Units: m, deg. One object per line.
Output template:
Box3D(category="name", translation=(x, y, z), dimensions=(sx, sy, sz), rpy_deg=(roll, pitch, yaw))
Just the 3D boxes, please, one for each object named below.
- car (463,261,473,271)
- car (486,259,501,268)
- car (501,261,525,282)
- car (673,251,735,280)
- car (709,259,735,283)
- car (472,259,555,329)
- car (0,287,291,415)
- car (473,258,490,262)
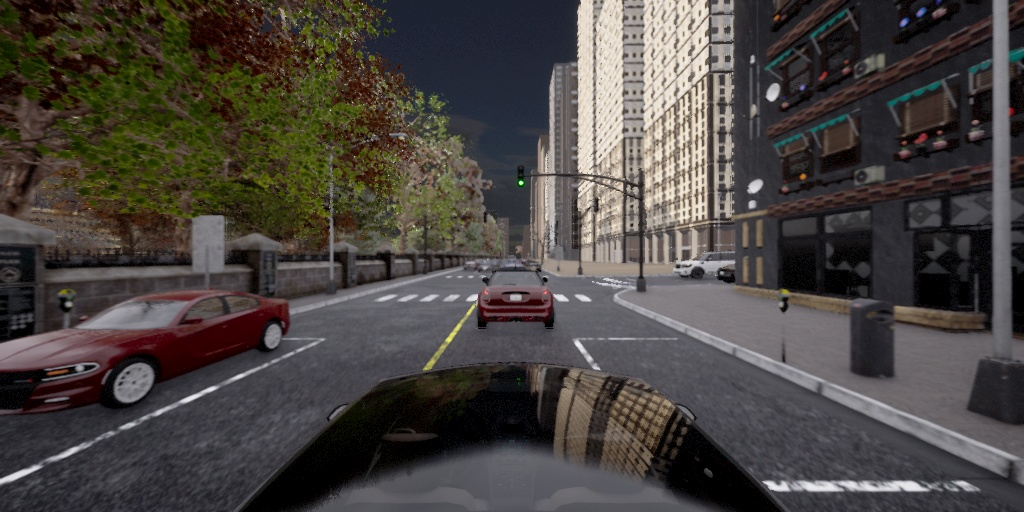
Box3D(category="car", translation=(-5.699, 1.333, 49.751), dimensions=(1.802, 1.307, 4.207), rpy_deg=(0, 0, 0))
Box3D(category="car", translation=(-3.061, 1.249, 60.136), dimensions=(2.128, 1.511, 4.902), rpy_deg=(0, 0, 1))
Box3D(category="car", translation=(0.096, 1.224, 30.253), dimensions=(1.882, 1.535, 5.008), rpy_deg=(0, 0, 0))
Box3D(category="car", translation=(15.325, 0.680, 27.338), dimensions=(5.566, 2.045, 2.150), rpy_deg=(-2, 0, 0))
Box3D(category="car", translation=(14.682, 1.019, 21.539), dimensions=(4.313, 1.339, 1.948), rpy_deg=(0, 0, 0))
Box3D(category="car", translation=(0.101, 1.099, 11.443), dimensions=(2.097, 1.767, 4.553), rpy_deg=(0, 0, 0))
Box3D(category="car", translation=(-5.821, 1.293, 6.200), dimensions=(1.888, 1.381, 4.507), rpy_deg=(0, 0, 0))
Box3D(category="car", translation=(-3.097, 1.240, 43.414), dimensions=(2.128, 1.511, 4.902), rpy_deg=(0, 0, 0))
